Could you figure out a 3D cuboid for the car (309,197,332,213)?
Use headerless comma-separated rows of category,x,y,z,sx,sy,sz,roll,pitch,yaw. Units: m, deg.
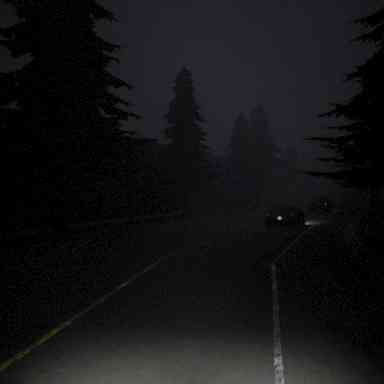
car,14.461,1.299,37.341,2.097,1.767,4.553,0,0,28

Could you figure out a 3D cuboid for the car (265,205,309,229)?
car,6.084,1.523,21.529,1.994,1.385,4.181,0,0,26
